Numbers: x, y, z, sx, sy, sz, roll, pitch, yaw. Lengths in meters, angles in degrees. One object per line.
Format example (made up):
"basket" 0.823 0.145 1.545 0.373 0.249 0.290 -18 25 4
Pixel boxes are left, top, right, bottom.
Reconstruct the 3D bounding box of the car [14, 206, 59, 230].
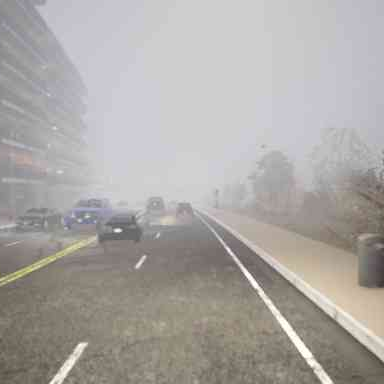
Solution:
"car" -10.252 1.717 22.734 1.837 1.490 4.892 0 -1 -2

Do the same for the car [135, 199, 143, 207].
"car" -9.828 2.014 63.458 2.128 1.511 4.902 0 0 -6

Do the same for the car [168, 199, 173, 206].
"car" -3.914 2.107 68.916 1.994 1.385 4.181 0 0 -7

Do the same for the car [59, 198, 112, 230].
"car" -7.015 1.433 23.239 2.150 2.045 5.566 0 -1 -2

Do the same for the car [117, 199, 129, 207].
"car" -13.037 2.075 62.963 1.994 1.385 4.181 0 0 -6

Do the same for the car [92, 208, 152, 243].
"car" -3.381 1.715 16.935 1.994 1.385 4.181 0 0 -1

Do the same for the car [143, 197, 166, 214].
"car" -4.418 1.566 40.703 2.150 2.045 5.566 0 0 -4

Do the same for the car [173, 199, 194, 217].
"car" -0.862 1.801 35.634 1.837 1.490 4.892 0 0 -3
